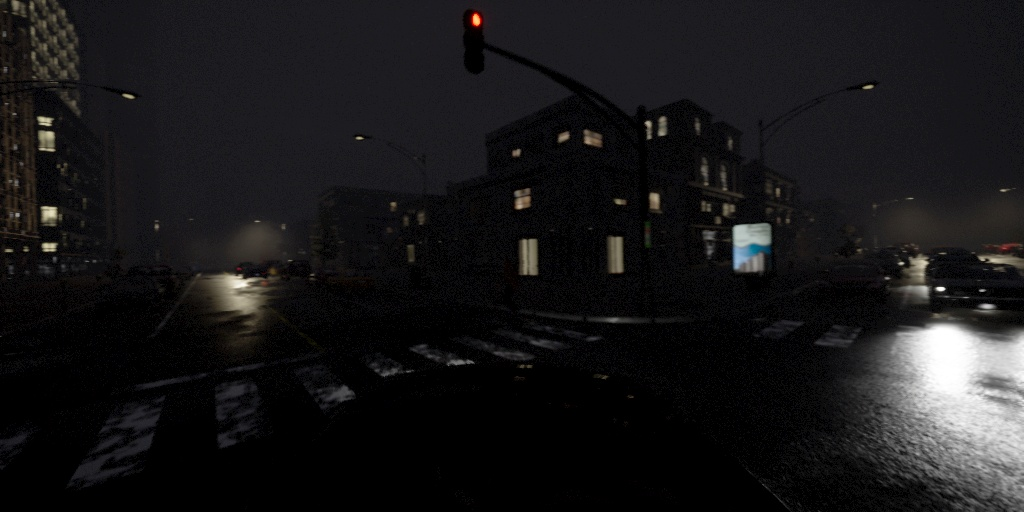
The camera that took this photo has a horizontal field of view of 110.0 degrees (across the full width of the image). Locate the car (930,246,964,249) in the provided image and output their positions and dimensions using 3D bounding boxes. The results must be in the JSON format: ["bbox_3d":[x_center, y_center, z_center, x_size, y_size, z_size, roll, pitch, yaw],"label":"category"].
[{"bbox_3d":[28.803,0.166,23.631,5.008,1.535,1.882,-2,1,-41],"label":"car"}]

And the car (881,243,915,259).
[{"bbox_3d":[29.175,0.086,27.502,4.097,1.591,1.967,0,0,-41],"label":"car"}]

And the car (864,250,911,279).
[{"bbox_3d":[20.839,0.510,20.264,4.403,1.370,2.007,0,0,-41],"label":"car"}]

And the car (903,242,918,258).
[{"bbox_3d":[45.847,-0.662,41.978,5.009,1.841,2.192,0,0,-41],"label":"car"}]

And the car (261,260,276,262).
[{"bbox_3d":[-30.494,1.428,45.632,2.192,1.841,5.009,0,0,-40],"label":"car"}]

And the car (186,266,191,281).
[{"bbox_3d":[-26.213,1.694,27.527,1.888,1.381,4.507,0,0,-40],"label":"car"}]

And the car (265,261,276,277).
[{"bbox_3d":[-27.039,1.585,41.525,1.751,1.417,4.829,0,0,-40],"label":"car"}]

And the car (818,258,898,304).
[{"bbox_3d":[12.504,0.856,13.027,4.207,1.307,1.802,0,0,-41],"label":"car"}]

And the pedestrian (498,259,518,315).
[{"bbox_3d":[-0.072,0.947,11.248,0.375,1.860,0.375,-1,0,-40],"label":"pedestrian"}]

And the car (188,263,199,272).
[{"bbox_3d":[-40.469,1.930,44.476,1.948,1.339,4.313,0,0,-40],"label":"car"}]

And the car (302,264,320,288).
[{"bbox_3d":[-12.673,1.430,24.447,1.802,1.307,4.207,0,0,-40],"label":"car"}]

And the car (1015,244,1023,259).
[{"bbox_3d":[47.160,-0.498,32.019,4.097,1.591,1.967,0,0,-41],"label":"car"}]

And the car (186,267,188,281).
[{"bbox_3d":[-22.649,1.647,23.291,2.007,1.370,4.403,0,0,-40],"label":"car"}]

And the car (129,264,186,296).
[{"bbox_3d":[-19.085,1.359,19.053,2.192,1.841,5.009,0,0,-40],"label":"car"}]

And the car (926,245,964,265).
[{"bbox_3d":[36.720,-0.131,30.504,5.008,1.535,1.882,-2,1,-41],"label":"car"}]

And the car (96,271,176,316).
[{"bbox_3d":[-15.521,1.543,14.816,2.007,1.370,4.403,0,0,-40],"label":"car"}]

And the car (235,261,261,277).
[{"bbox_3d":[-32.562,1.528,43.892,2.097,1.767,4.553,-2,0,-40],"label":"car"}]

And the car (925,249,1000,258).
[{"bbox_3d":[20.935,0.548,16.890,4.181,1.385,1.994,-2,1,-40],"label":"car"}]

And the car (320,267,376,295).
[{"bbox_3d":[-9.218,1.322,20.339,1.751,1.417,4.829,0,0,-40],"label":"car"}]

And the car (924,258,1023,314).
[{"bbox_3d":[13.336,0.871,10.295,4.718,1.301,1.895,-2,1,-41],"label":"car"}]

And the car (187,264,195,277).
[{"bbox_3d":[-33.233,1.781,35.871,1.751,1.417,4.829,0,0,-40],"label":"car"}]

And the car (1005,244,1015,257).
[{"bbox_3d":[51.328,-0.543,35.639,4.403,1.370,2.007,0,0,-41],"label":"car"}]

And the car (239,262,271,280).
[{"bbox_3d":[-25.522,1.595,35.595,1.812,1.442,4.674,-2,1,-40],"label":"car"}]

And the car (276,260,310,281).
[{"bbox_3d":[-19.801,1.267,32.920,2.192,1.841,5.009,0,0,-40],"label":"car"}]
